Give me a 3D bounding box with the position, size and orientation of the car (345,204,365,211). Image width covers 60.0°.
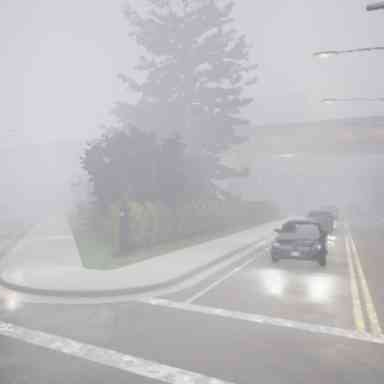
[{"bbox_3d":[32.049,3.100,65.485,1.853,1.218,4.536,0,-1,4],"label":"car"}]

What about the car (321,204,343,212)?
[{"bbox_3d":[28.368,3.272,67.400,4.974,1.542,2.038,2,-2,-41],"label":"car"}]

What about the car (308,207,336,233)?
[{"bbox_3d":[9.602,2.143,25.051,1.882,1.535,5.008,0,-1,24],"label":"car"}]

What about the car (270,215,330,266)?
[{"bbox_3d":[4.388,1.870,13.266,1.812,1.442,4.674,0,-1,24],"label":"car"}]

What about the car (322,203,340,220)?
[{"bbox_3d":[16.310,2.421,39.915,2.097,1.767,4.553,0,-1,24],"label":"car"}]

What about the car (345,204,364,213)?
[{"bbox_3d":[32.045,3.257,65.430,2.038,1.542,4.974,0,-1,4],"label":"car"}]

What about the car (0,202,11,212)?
[{"bbox_3d":[-30.909,2.566,54.405,2.033,1.411,5.357,1,-1,-21],"label":"car"}]

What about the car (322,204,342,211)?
[{"bbox_3d":[28.408,3.116,67.438,4.536,1.218,1.853,2,-2,-41],"label":"car"}]
